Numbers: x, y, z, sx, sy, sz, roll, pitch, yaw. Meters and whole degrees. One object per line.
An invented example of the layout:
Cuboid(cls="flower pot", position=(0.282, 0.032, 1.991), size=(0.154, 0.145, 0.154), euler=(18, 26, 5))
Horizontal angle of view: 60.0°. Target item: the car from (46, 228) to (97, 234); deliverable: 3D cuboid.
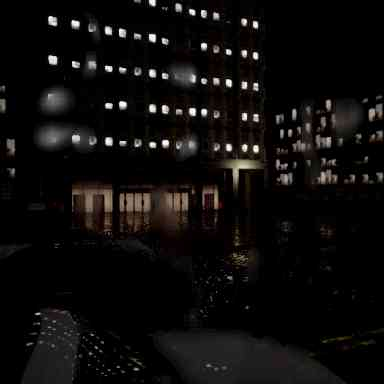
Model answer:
Cuboid(cls="car", position=(-3.410, 1.600, 8.166), size=(4.718, 1.301, 1.895), euler=(0, 0, -20))

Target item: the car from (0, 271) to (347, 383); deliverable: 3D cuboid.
Cuboid(cls="car", position=(-0.998, 1.525, 1.914), size=(4.674, 1.442, 1.812), euler=(0, 0, -20))

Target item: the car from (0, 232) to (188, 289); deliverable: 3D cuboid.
Cuboid(cls="car", position=(-2.255, 1.525, 5.155), size=(4.674, 1.442, 1.812), euler=(0, 0, -20))
